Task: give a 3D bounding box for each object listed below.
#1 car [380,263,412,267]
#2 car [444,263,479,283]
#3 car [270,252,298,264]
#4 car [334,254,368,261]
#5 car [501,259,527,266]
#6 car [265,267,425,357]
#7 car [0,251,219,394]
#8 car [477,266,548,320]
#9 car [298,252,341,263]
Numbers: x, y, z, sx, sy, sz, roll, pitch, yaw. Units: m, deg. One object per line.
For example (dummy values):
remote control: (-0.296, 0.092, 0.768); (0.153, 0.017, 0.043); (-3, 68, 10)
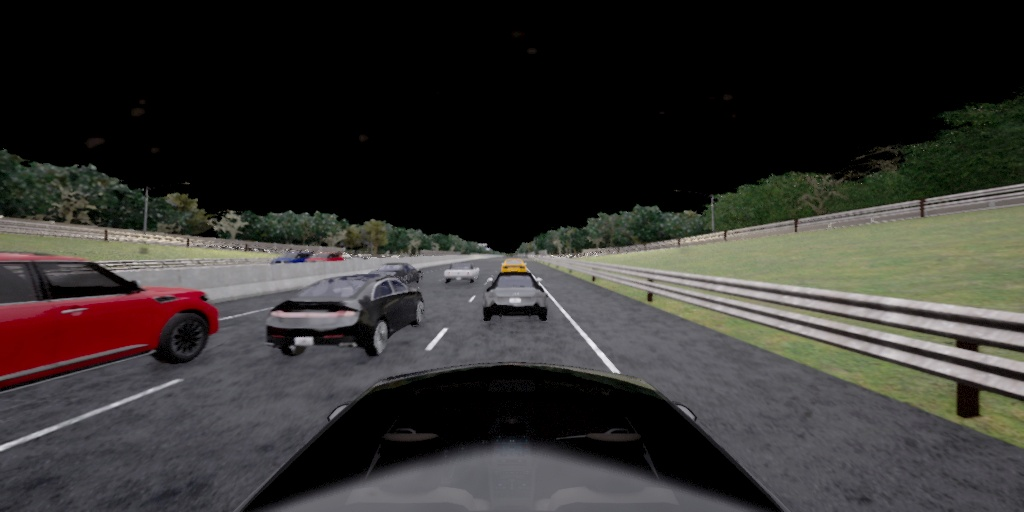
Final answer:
car: (-6.896, 1.101, 21.693); (2.033, 1.411, 5.357); (0, 1, 1)
car: (-3.367, 1.123, 24.925); (1.895, 1.301, 4.718); (0, 1, 0)
car: (-24.480, 0.593, 40.238); (2.150, 2.045, 5.566); (0, 1, 0)
car: (-17.482, 0.849, 40.256); (1.882, 1.535, 5.008); (0, 1, 0)
car: (0.155, 0.966, 28.357); (1.882, 1.535, 5.008); (0, 1, 0)
car: (-3.421, 1.176, 8.358); (2.128, 1.511, 4.902); (0, 1, 0)
car: (-6.948, 0.943, 4.761); (2.150, 2.045, 5.566); (0, 1, 1)
car: (0.101, 1.211, 12.175); (1.994, 1.385, 4.181); (0, 1, 0)
car: (-20.982, 0.593, 40.228); (2.150, 2.045, 5.566); (0, 1, 0)
